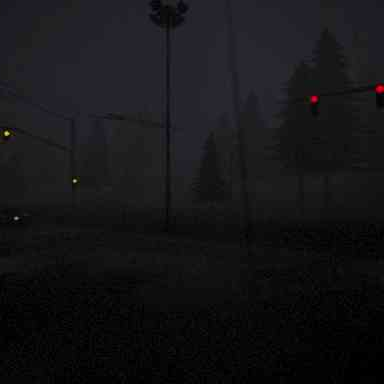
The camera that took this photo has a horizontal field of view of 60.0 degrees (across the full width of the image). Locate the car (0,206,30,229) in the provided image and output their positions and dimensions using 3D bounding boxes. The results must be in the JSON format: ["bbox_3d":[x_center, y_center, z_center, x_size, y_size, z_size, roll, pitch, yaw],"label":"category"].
[{"bbox_3d":[-12.291,1.562,21.355,4.181,1.385,1.994,0,0,36],"label":"car"}]
